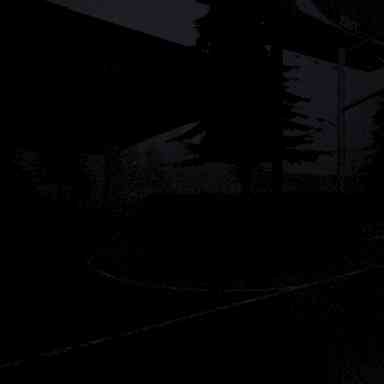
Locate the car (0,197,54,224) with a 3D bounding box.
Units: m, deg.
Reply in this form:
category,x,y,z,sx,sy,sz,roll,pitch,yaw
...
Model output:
category,x,y,z,sx,sy,sz,roll,pitch,yaw
car,-11.959,1.313,23.487,3.866,1.878,1.905,0,0,-36
